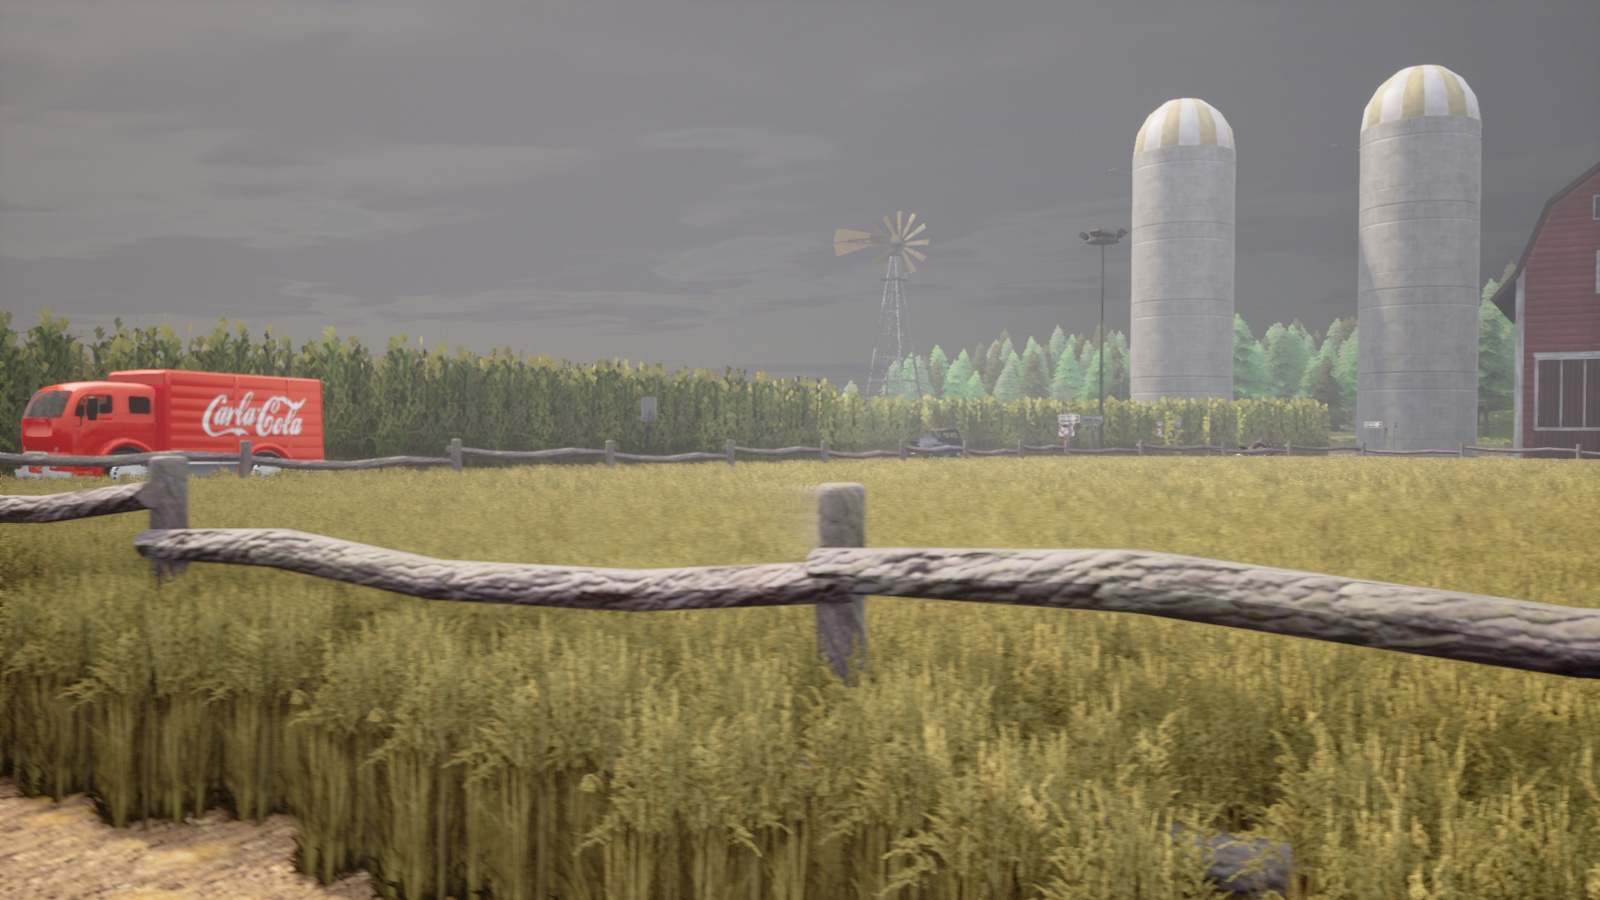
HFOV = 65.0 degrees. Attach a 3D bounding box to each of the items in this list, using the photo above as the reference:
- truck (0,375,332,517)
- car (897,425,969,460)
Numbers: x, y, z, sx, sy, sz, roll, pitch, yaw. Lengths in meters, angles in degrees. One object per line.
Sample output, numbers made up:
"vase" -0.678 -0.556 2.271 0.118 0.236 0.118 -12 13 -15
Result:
"truck" -12.276 -0.084 24.678 2.627 2.467 5.204 0 0 34
"car" 7.405 -0.421 69.782 3.866 1.878 1.905 -1 1 -42
